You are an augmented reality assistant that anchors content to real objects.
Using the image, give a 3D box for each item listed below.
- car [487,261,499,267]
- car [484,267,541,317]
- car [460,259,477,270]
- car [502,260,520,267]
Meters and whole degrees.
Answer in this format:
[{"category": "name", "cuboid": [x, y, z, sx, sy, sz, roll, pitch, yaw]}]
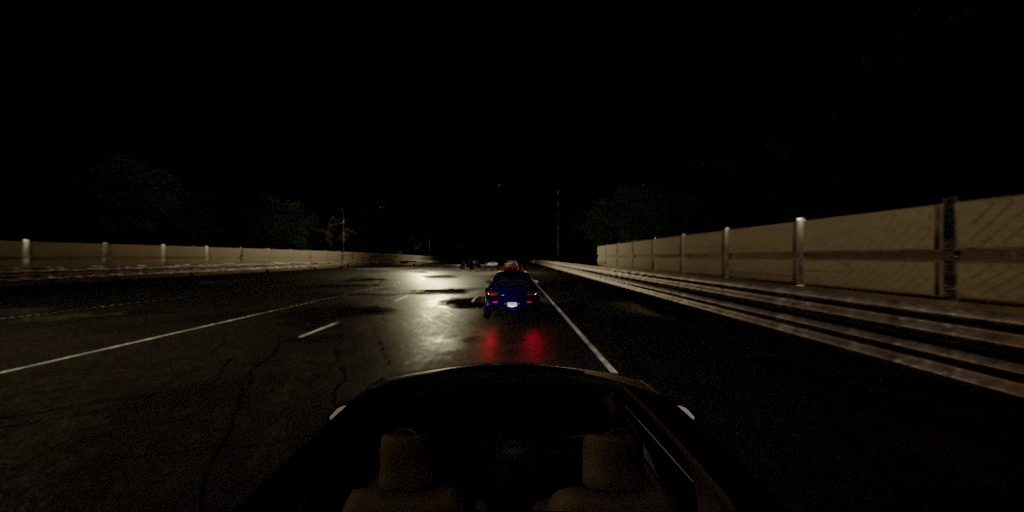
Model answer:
[{"category": "car", "cuboid": [-3.438, 1.527, 65.406, 1.895, 1.301, 4.718, 0, 0, 1]}, {"category": "car", "cuboid": [0.004, 1.285, 12.998, 1.812, 1.442, 4.674, 0, 0, 0]}, {"category": "car", "cuboid": [-6.983, 1.406, 56.188, 1.837, 1.490, 4.892, 0, 0, 0]}, {"category": "car", "cuboid": [0.014, 1.420, 40.519, 1.895, 1.301, 4.718, 0, 0, 0]}]
